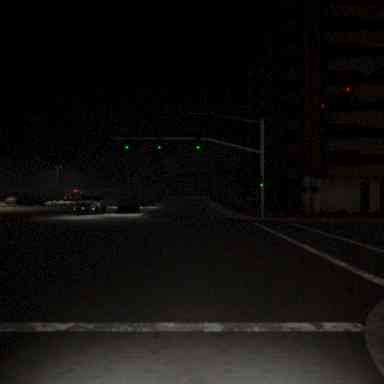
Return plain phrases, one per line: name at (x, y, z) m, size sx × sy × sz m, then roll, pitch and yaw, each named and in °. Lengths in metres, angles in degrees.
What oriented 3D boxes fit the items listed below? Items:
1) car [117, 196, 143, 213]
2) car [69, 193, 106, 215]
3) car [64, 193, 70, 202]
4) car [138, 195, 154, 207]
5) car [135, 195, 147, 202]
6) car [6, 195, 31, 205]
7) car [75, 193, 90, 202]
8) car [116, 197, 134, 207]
car at (-7.075, 1.492, 37.165) m, size 1.882 × 1.535 × 5.008 m, roll 0°, pitch 0°, yaw 0°
car at (-10.581, 1.233, 34.968) m, size 2.150 × 2.045 × 5.566 m, roll 0°, pitch 0°, yaw -1°
car at (-27.402, 1.184, 74.852) m, size 1.905 × 1.878 × 3.866 m, roll 0°, pitch 0°, yaw 0°
car at (-7.052, 1.497, 52.196) m, size 1.882 × 1.535 × 5.008 m, roll 0°, pitch 0°, yaw 0°
car at (-10.463, 1.268, 68.398) m, size 1.812 × 1.442 × 4.674 m, roll 0°, pitch 0°, yaw 0°
car at (-30.179, 1.417, 57.396) m, size 1.970 × 1.475 × 3.806 m, roll 0°, pitch 0°, yaw 0°
car at (-24.508, 1.181, 74.786) m, size 1.932 × 1.855 × 4.605 m, roll 0°, pitch 0°, yaw 0°
car at (-10.552, 1.546, 52.670) m, size 1.812 × 1.442 × 4.674 m, roll 0°, pitch 0°, yaw 0°
